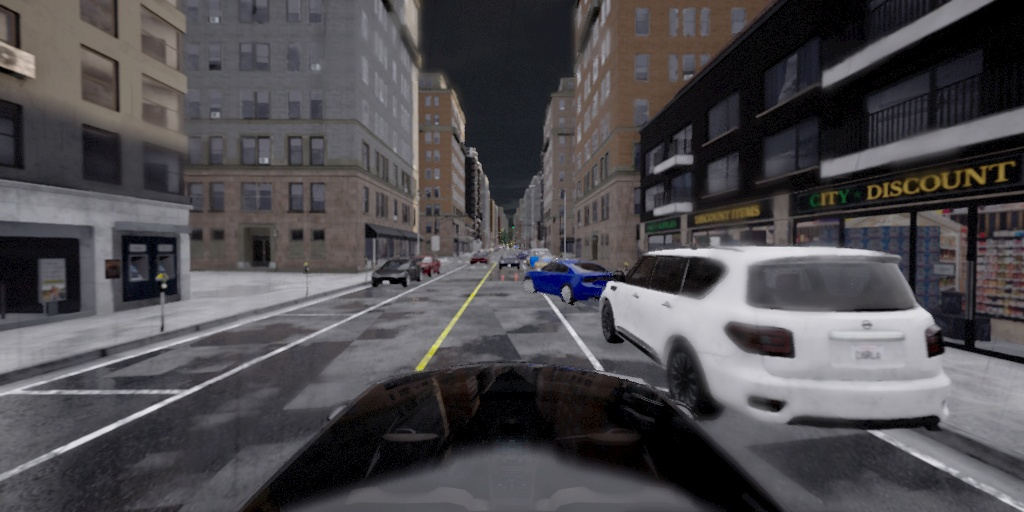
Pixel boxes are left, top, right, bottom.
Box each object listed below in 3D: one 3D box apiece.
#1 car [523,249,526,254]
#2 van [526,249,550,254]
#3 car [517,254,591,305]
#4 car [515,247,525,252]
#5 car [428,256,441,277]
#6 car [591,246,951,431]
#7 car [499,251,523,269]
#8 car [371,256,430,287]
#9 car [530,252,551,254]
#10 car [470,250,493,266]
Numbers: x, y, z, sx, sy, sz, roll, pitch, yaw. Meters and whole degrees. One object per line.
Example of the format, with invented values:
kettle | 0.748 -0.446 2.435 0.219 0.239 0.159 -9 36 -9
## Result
car | 2.323 0.295 36.555 1.751 1.417 4.829 0 0 -1
van | 2.381 0.271 30.714 1.690 1.789 3.998 0 0 -1
car | 2.185 0.879 14.051 1.882 1.535 5.008 0 2 -23
car | 2.864 -0.105 50.419 4.674 1.442 1.812 -2 1 -43
car | -6.088 0.643 24.962 1.888 1.381 4.507 0 0 -1
car | 3.065 0.861 5.802 2.150 2.045 5.566 0 2 -1
car | -0.235 0.465 33.094 1.895 1.301 4.718 0 2 0
car | -6.032 0.824 19.292 1.948 1.339 4.313 0 0 -1
car | 2.436 0.616 25.213 1.751 1.417 4.829 0 0 -1
car | -3.417 0.314 38.511 1.895 1.301 4.718 0 2 0
